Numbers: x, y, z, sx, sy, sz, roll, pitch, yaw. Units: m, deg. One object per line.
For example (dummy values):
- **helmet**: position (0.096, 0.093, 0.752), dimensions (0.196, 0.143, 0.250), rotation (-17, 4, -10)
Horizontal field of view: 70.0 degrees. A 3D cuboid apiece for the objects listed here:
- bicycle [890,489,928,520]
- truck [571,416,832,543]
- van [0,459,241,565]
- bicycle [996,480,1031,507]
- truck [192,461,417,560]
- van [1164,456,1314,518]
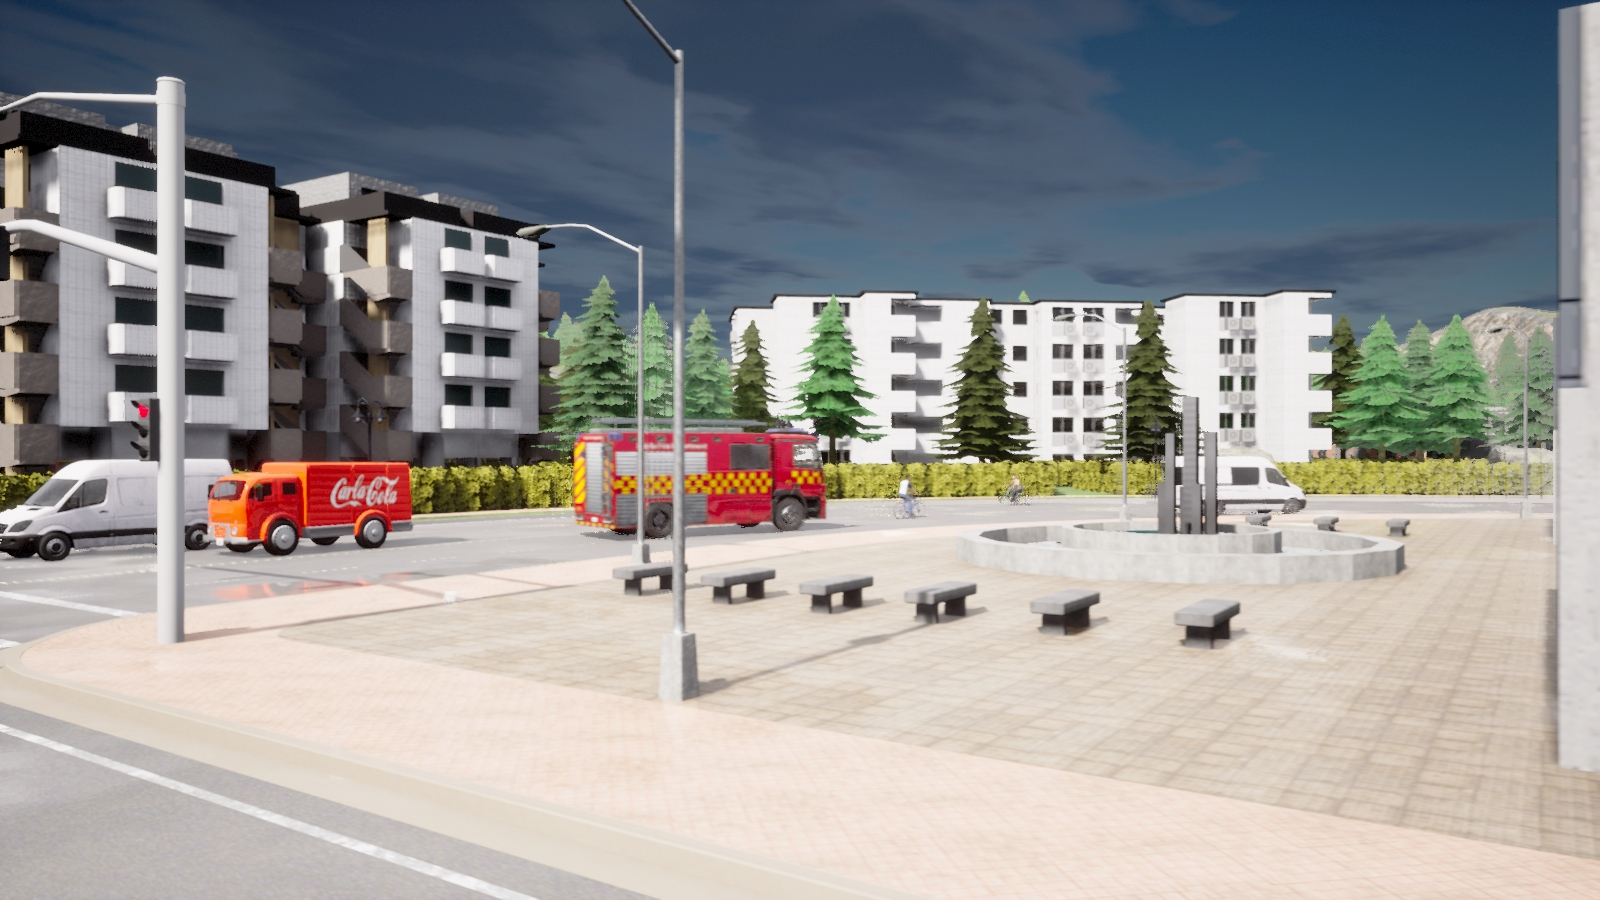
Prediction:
- **bicycle**: position (4.451, 2.208, 46.480), dimensions (1.643, 1.196, 0.373), rotation (0, 1, -33)
- **truck**: position (-3.142, 0.893, 38.357), dimensions (8.468, 3.827, 2.891), rotation (0, 0, -36)
- **van**: position (-18.523, 1.538, 30.954), dimensions (1.988, 2.561, 5.915), rotation (0, 0, 33)
- **bicycle**: position (10.675, 2.160, 57.207), dimensions (1.487, 1.276, 0.859), rotation (0, 0, -20)
- **truck**: position (-13.721, 1.571, 31.972), dimensions (2.627, 2.467, 5.204), rotation (0, 0, 33)
- **van**: position (18.783, 1.535, 48.943), dimensions (5.915, 2.561, 1.988), rotation (0, 0, -14)
